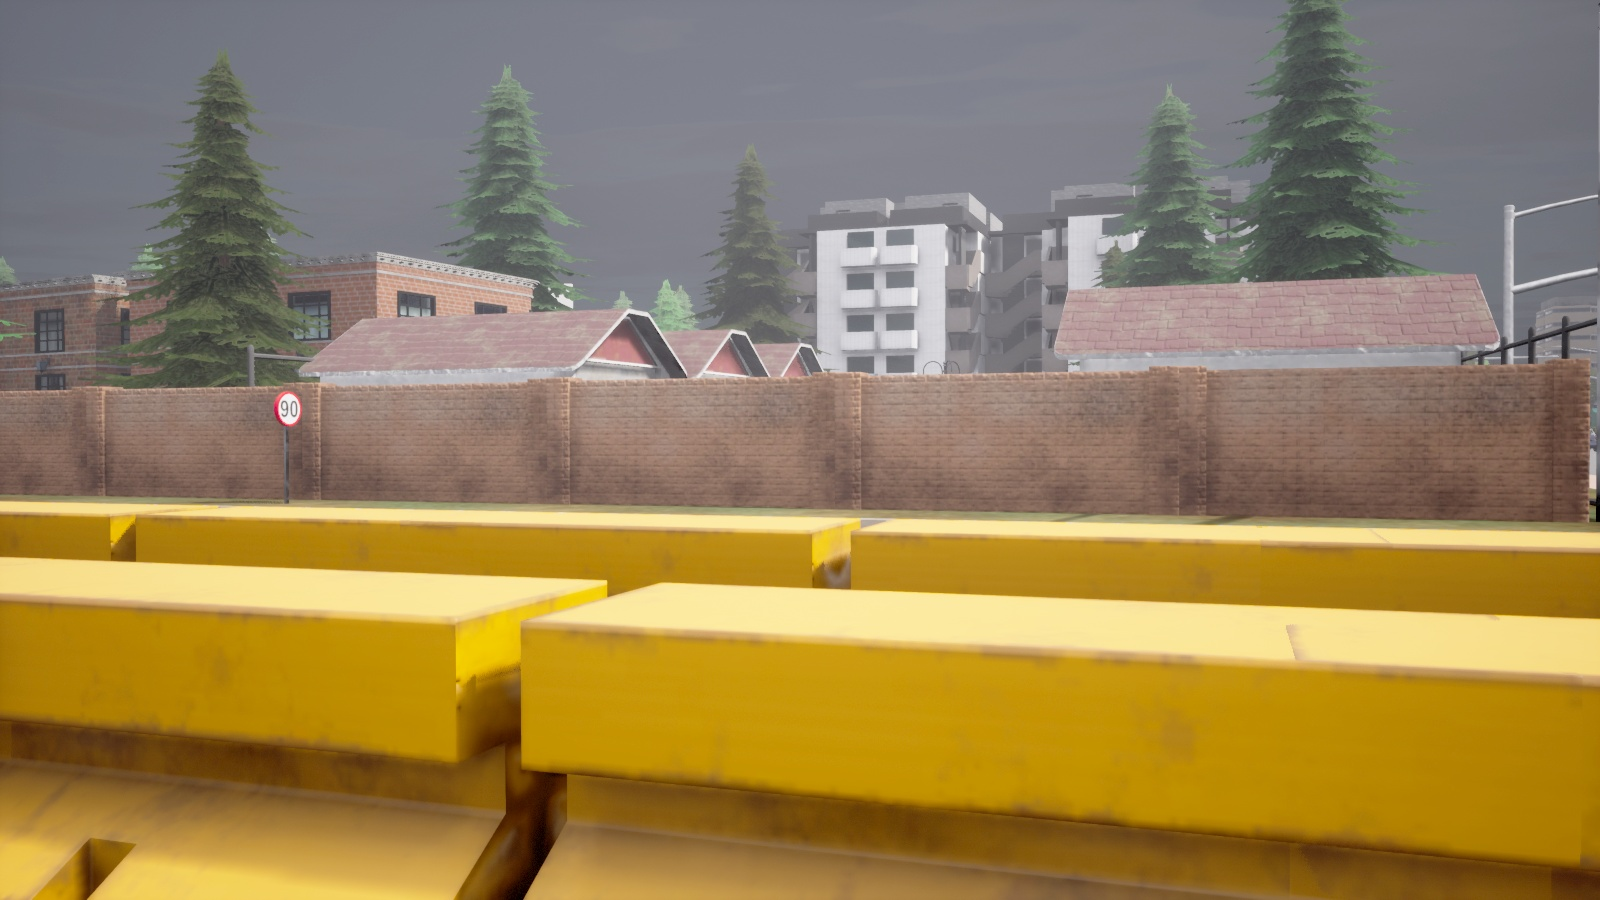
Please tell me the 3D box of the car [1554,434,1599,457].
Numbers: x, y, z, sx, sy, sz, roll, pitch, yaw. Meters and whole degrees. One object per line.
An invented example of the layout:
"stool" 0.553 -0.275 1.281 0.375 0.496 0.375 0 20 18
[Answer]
"car" 50.429 -0.323 81.439 1.970 1.475 3.806 1 1 20
